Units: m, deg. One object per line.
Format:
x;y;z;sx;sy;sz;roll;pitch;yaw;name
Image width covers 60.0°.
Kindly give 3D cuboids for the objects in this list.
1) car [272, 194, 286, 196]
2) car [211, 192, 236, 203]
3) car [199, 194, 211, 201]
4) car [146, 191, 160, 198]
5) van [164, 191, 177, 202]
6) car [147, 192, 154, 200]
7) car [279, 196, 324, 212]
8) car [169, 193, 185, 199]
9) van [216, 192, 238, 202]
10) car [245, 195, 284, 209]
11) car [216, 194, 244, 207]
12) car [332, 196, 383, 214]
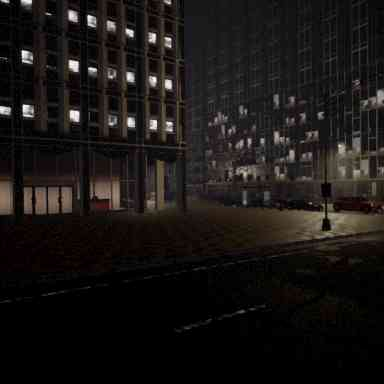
11.304;1.117;42.225;2.097;1.767;4.553;-1;1;-34;car
5.450;1.175;50.776;1.837;1.490;4.892;-1;1;-34;car
3.075;1.043;64.465;1.802;1.307;4.206;0;1;-34;car
-9.789;0.685;83.208;1.967;1.590;4.097;0;1;-34;car
-3.834;0.936;59.722;1.690;1.788;3.998;0;1;-34;van
-10.267;1.039;69.097;2.008;1.369;4.403;0;1;-34;car
12.138;1.423;36.220;1.947;1.339;4.313;0;1;-34;car
-3.357;0.935;73.838;1.802;1.307;4.206;0;1;-34;car
6.291;0.854;59.776;1.690;1.788;3.998;0;1;-34;van
8.936;1.387;40.919;1.802;1.307;4.206;0;1;-34;car
5.768;1.319;45.637;1.947;1.339;4.313;0;1;-34;car
16.897;1.206;34.073;2.097;1.767;4.553;-1;1;-35;car
